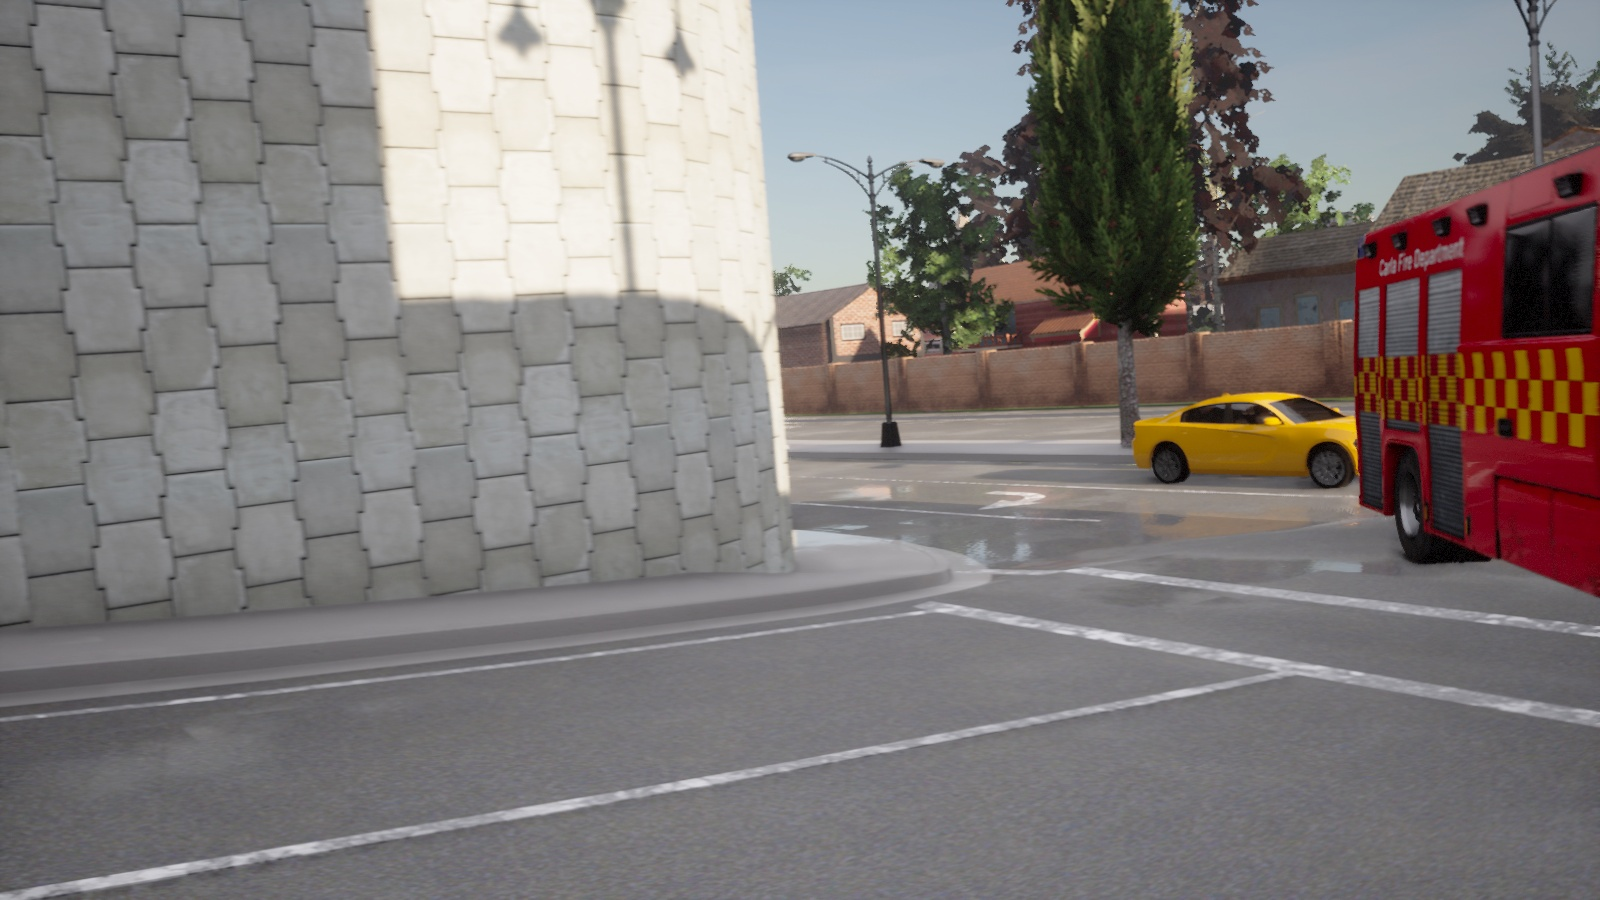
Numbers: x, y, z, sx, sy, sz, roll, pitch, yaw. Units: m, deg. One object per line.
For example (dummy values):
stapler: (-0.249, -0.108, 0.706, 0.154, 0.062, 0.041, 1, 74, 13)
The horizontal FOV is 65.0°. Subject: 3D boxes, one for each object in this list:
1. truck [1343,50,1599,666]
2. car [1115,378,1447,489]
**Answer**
truck: (6.697, -0.709, 9.286, 2.891, 3.827, 8.468, -3, 3, 10)
car: (8.044, -0.280, 21.477, 1.882, 1.535, 5.008, -8, 5, -36)
